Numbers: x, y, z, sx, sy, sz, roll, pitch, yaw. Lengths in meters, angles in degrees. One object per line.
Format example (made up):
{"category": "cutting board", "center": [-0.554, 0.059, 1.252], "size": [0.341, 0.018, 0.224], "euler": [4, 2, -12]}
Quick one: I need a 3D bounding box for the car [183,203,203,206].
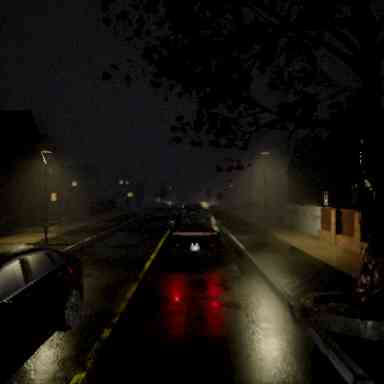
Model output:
{"category": "car", "center": [0.091, 1.635, 28.501], "size": [1.994, 1.385, 4.181], "euler": [0, 0, 0]}

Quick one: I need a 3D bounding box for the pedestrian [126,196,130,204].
{"category": "pedestrian", "center": [-9.827, 1.521, 50.700], "size": [0.375, 1.860, 0.375], "euler": [0, -3, -1]}

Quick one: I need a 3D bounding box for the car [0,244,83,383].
{"category": "car", "center": [-2.851, 1.499, 4.076], "size": [2.128, 1.511, 4.902], "euler": [0, 0, 0]}

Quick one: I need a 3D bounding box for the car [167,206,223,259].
{"category": "car", "center": [0.095, 1.520, 12.688], "size": [2.128, 1.511, 4.902], "euler": [0, 0, 0]}
